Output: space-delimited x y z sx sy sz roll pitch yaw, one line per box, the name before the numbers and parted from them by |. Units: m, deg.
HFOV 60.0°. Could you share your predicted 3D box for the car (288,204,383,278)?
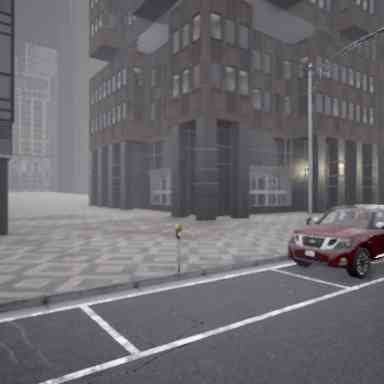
car | 5.209 1.333 10.369 5.009 1.841 2.192 0 0 -36
